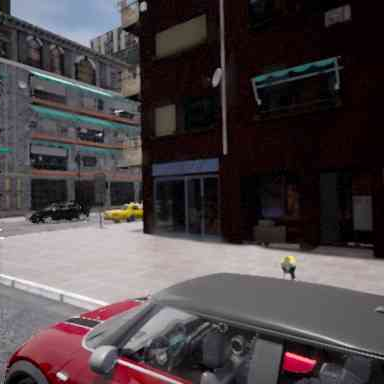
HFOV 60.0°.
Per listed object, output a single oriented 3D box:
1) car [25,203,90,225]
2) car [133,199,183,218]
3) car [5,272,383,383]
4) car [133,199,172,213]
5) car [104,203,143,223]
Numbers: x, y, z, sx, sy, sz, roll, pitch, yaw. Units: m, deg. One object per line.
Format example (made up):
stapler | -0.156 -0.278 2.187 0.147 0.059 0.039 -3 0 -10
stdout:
car | -10.231 1.609 25.636 1.837 1.490 4.892 -2 0 36
car | -3.028 1.473 30.215 1.812 1.442 4.674 -2 -1 36
car | 0.188 1.454 2.815 4.097 1.590 1.967 -1 -1 35
car | -4.412 1.597 37.931 1.887 1.381 4.507 -1 0 36
car | -4.122 1.448 24.163 1.752 1.417 4.829 -1 0 36
